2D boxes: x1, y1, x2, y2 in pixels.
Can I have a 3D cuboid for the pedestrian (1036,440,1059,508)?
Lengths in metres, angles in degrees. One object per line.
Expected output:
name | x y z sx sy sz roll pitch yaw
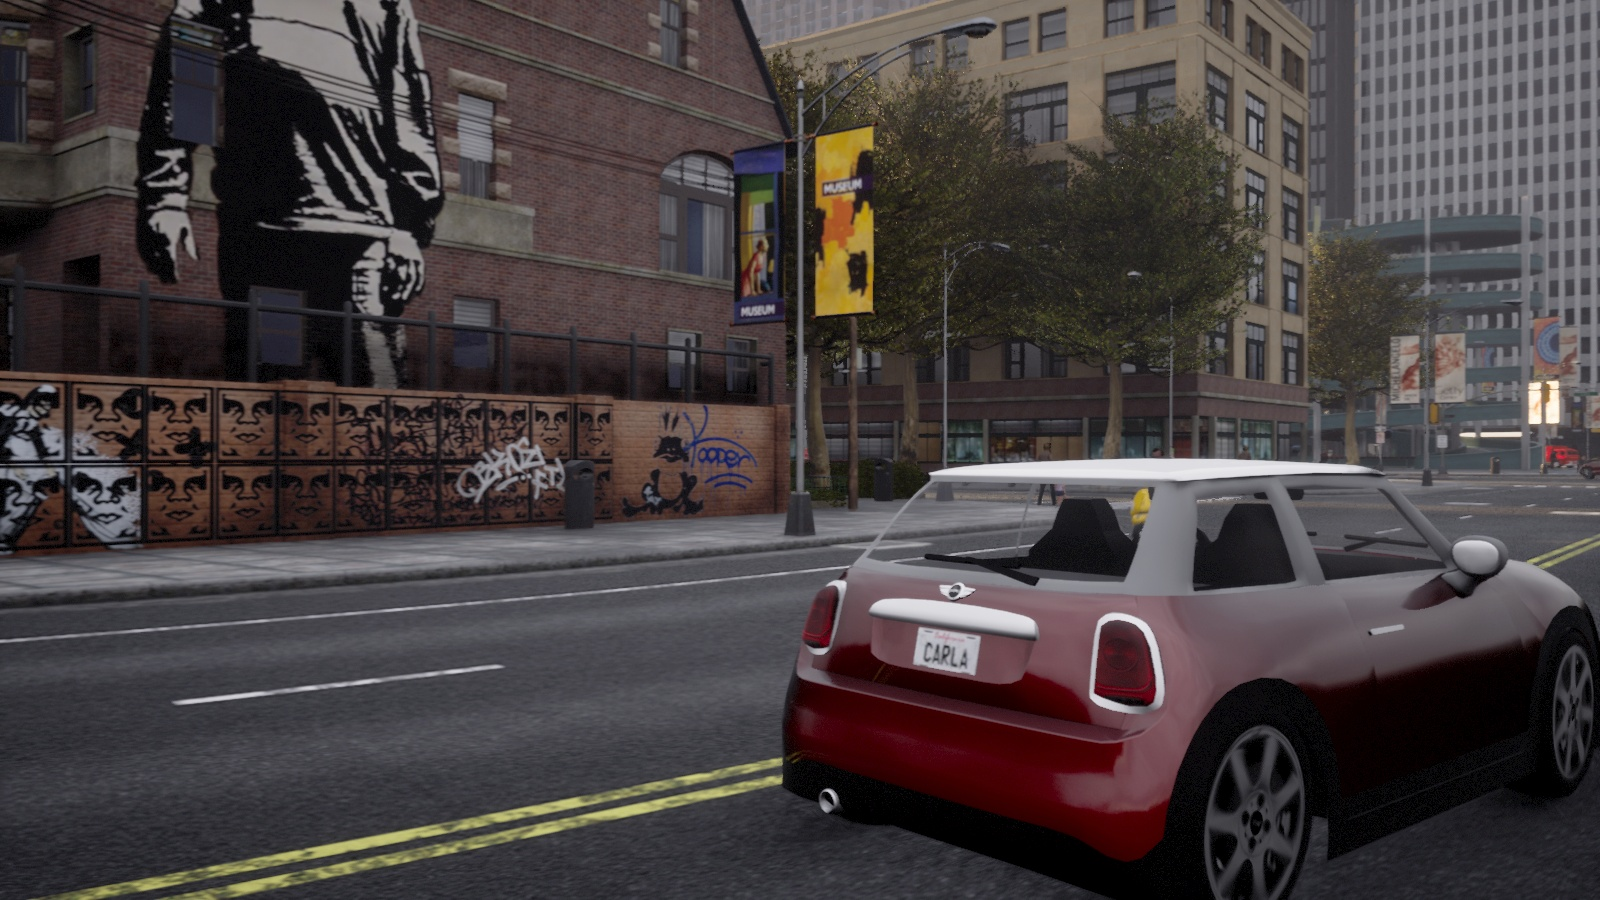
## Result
pedestrian | 6.750 0.641 34.282 0.331 1.846 0.634 0 0 42

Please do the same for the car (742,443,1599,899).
car | 1.863 0.723 5.384 3.806 1.475 1.970 0 0 -40

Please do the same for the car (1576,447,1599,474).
car | 49.588 0.629 75.336 2.152 1.651 5.027 0 0 -15
